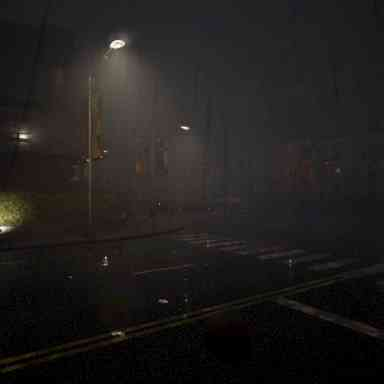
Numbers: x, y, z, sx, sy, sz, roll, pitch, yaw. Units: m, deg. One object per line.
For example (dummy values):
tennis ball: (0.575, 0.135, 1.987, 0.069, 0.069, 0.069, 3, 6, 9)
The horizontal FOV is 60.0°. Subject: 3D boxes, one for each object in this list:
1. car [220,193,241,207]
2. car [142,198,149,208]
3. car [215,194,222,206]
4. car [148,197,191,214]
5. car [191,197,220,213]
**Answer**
car: (5.002, 1.221, 50.901, 2.150, 2.045, 5.566, 0, 0, -34)
car: (-5.130, 1.492, 45.096, 2.128, 1.511, 4.902, 0, 0, -34)
car: (1.744, 1.478, 49.483, 1.882, 1.535, 5.008, 0, 0, -35)
car: (-2.414, 1.526, 34.972, 1.812, 1.442, 4.674, 0, 0, -35)
car: (0.670, 1.564, 36.667, 1.994, 1.385, 4.181, 0, 0, -35)
